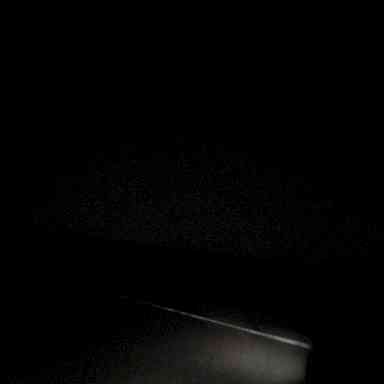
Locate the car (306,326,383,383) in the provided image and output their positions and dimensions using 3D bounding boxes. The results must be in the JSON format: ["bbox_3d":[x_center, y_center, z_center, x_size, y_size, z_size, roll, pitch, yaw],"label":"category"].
[{"bbox_3d":[3.031,1.527,1.830,4.674,1.442,1.812,0,0,36],"label":"car"}]
